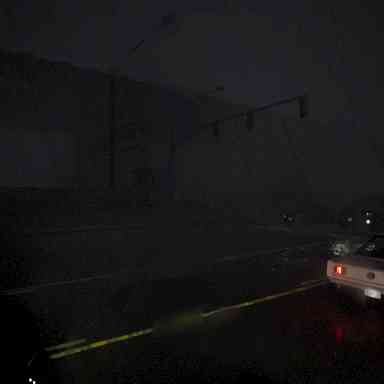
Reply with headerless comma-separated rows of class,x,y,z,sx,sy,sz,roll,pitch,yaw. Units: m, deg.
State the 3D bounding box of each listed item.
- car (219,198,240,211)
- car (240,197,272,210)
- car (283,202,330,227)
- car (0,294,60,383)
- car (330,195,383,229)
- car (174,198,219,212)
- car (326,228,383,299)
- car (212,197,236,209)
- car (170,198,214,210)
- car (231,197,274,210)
car,3.852,1.453,39.103,2.038,1.542,4.974,0,0,18
car,7.710,1.295,42.856,4.536,1.218,1.853,0,0,-7
car,8.288,1.504,22.804,4.892,1.490,1.837,0,0,-36
car,-3.463,1.222,1.280,5.566,2.045,2.150,0,0,-35
car,11.298,1.221,20.652,5.566,2.045,2.150,0,0,-36
car,0.107,1.453,36.418,4.974,1.542,2.038,0,0,8
car,5.180,1.601,7.470,4.718,1.301,1.895,0,0,-35
car,3.868,1.295,39.152,1.853,1.218,4.536,0,0,18
car,0.056,1.295,36.425,4.536,1.218,1.853,0,0,8
car,7.762,1.453,42.863,4.974,1.542,2.038,0,0,-7
